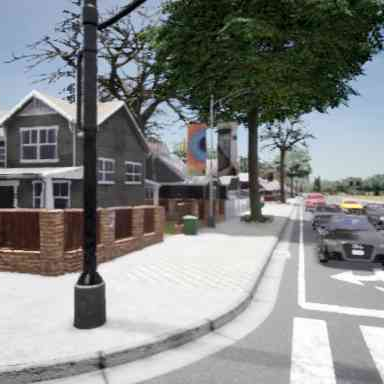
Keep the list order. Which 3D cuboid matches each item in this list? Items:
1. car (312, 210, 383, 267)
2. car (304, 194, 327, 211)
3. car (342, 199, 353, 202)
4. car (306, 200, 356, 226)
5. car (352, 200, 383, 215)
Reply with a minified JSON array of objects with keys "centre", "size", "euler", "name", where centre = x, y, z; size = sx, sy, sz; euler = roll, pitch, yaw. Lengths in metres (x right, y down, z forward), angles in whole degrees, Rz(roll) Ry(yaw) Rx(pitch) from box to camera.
[{"centre":[5.336,1.540,11.369],"size":[1.994,1.385,4.181],"euler":[1,0,18],"name":"car"},{"centre":[14.470,1.205,39.107],"size":[2.150,2.045,5.566],"euler":[1,0,19],"name":"car"},{"centre":[16.493,1.498,34.921],"size":[1.882,1.535,5.008],"euler":[1,1,18],"name":"car"},{"centre":[8.132,1.467,19.903],"size":[2.128,1.511,4.902],"euler":[1,0,18],"name":"car"},{"centre":[12.184,1.507,21.835],"size":[2.128,1.511,4.902],"euler":[1,0,18],"name":"car"}]
